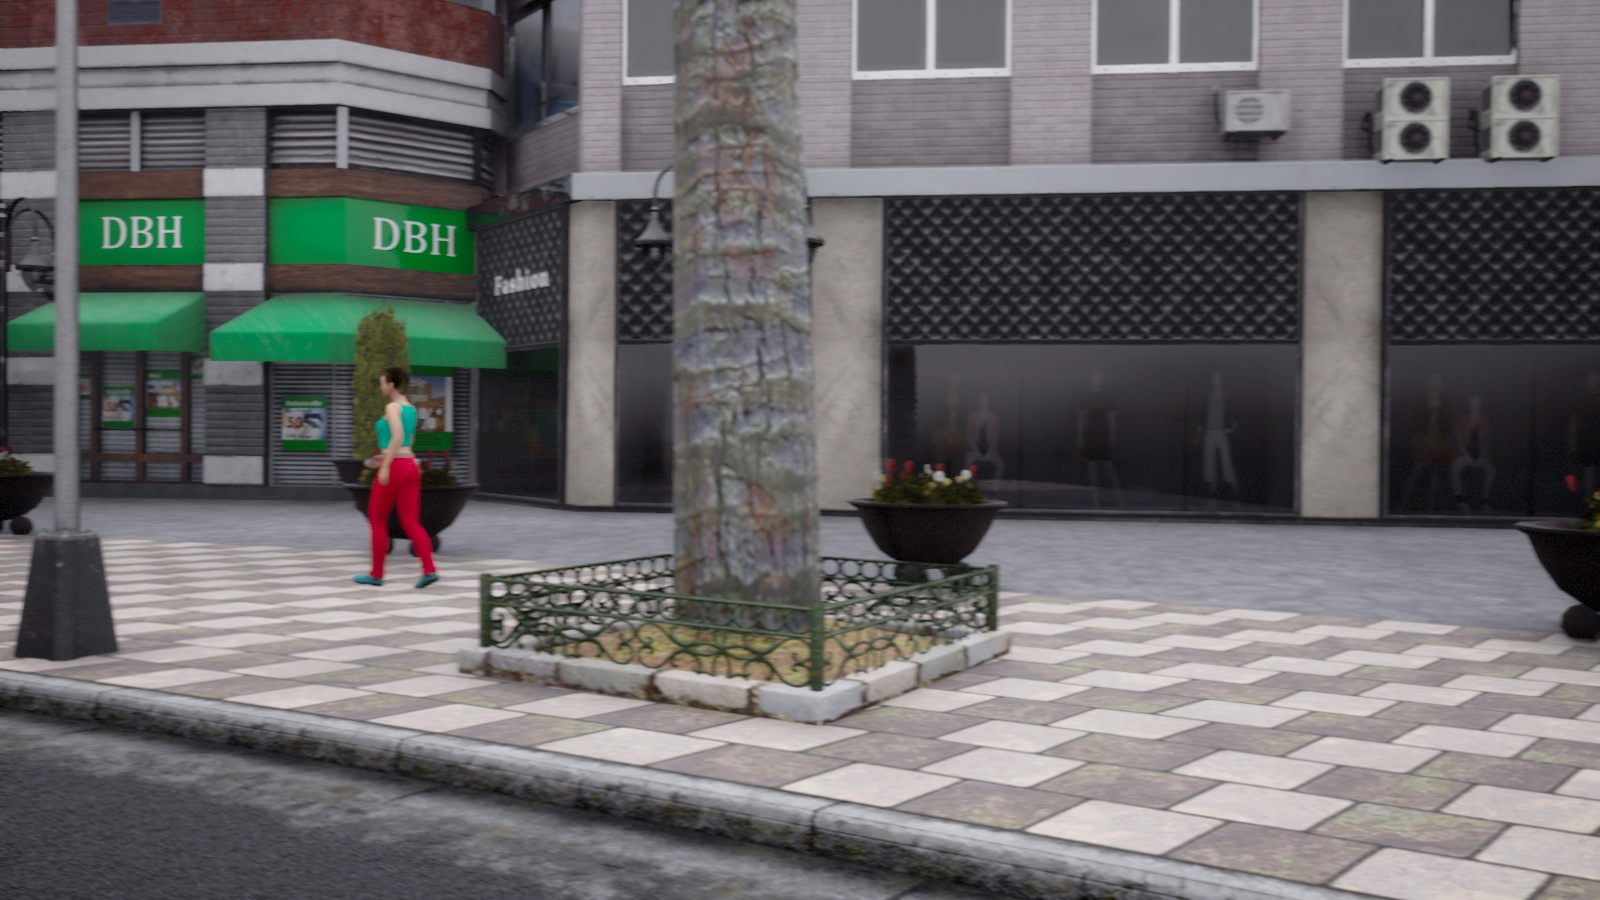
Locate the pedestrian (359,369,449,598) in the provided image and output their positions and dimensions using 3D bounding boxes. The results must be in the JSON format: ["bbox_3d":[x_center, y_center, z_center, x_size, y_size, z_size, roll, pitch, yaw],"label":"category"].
[{"bbox_3d":[-3.254,0.271,10.327,0.594,1.836,0.345,0,1,18],"label":"pedestrian"}]
